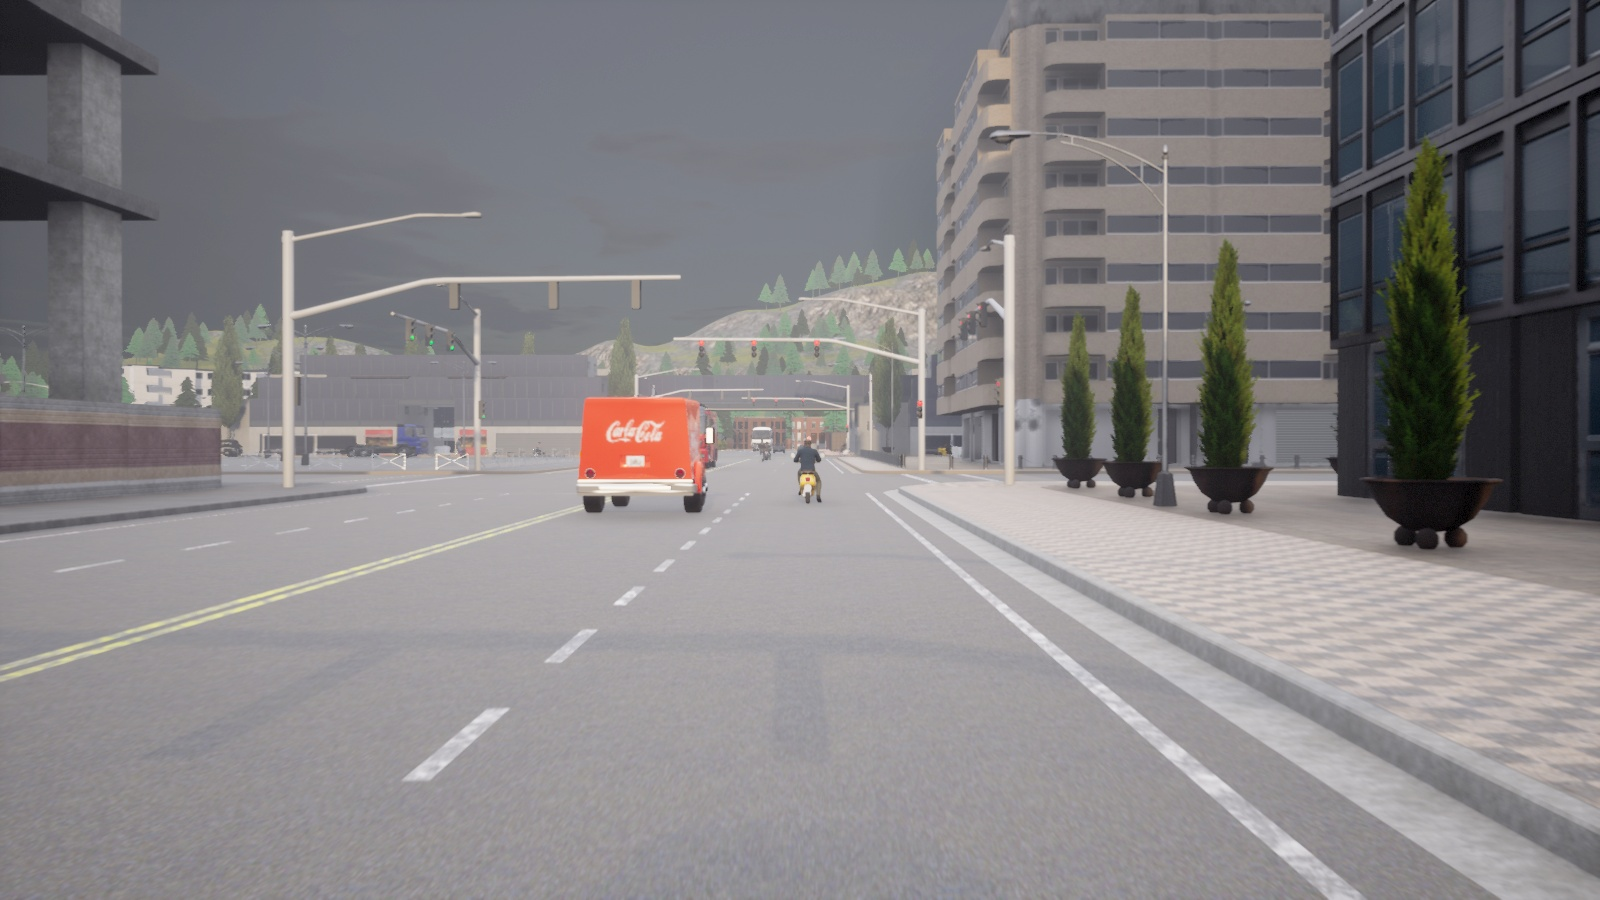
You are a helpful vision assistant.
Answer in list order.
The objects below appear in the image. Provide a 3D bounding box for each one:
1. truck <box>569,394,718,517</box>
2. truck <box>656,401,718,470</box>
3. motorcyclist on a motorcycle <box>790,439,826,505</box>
[{"bbox_3d":[-3.326,0.100,27.916,2.627,2.467,5.204,0,0,0],"label":"truck"},{"bbox_3d":[-6.563,-0.841,74.049,2.891,3.827,8.468,0,0,0],"label":"truck"},{"bbox_3d":[0.193,0.524,31.237,0.866,1.590,1.817,0,0,0],"label":"motorcyclist on a motorcycle"}]
